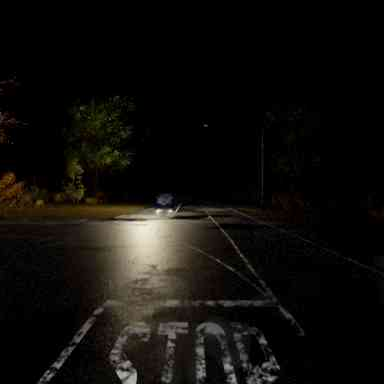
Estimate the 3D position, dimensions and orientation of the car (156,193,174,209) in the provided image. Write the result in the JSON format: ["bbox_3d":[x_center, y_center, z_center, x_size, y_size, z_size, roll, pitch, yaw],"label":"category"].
[{"bbox_3d":[-3.660,1.227,45.836,2.150,2.045,5.566,0,0,0],"label":"car"}]
